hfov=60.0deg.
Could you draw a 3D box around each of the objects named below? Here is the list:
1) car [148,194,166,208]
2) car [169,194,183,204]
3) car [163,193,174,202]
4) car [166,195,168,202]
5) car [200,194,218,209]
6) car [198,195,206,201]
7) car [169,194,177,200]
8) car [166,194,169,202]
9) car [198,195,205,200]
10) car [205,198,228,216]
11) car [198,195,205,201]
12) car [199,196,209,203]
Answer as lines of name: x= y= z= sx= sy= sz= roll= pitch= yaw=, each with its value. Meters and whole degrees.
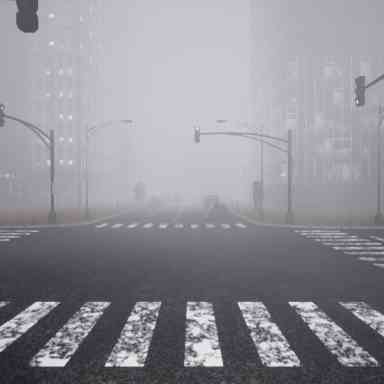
car: x=-5.337 y=1.419 z=48.650 sx=1.967 sy=1.590 sz=4.097 roll=-1 pitch=0 yaw=0
car: x=-2.763 y=1.320 z=64.366 sx=2.097 sy=1.767 sz=4.553 roll=0 pitch=0 yaw=0
car: x=-5.345 y=1.273 z=76.272 sx=2.192 sy=1.841 sz=5.009 roll=-1 pitch=0 yaw=0
car: x=-5.337 y=1.557 z=54.174 sx=1.802 sy=1.307 sz=4.206 roll=-1 pitch=0 yaw=0
car: x=2.530 y=1.297 z=43.152 sx=2.192 sy=1.841 sz=5.009 roll=-1 pitch=0 yaw=0
car: x=2.538 y=1.535 z=81.824 sx=1.802 sy=1.307 sz=4.206 roll=-1 pitch=0 yaw=0
car: x=-5.347 y=1.383 z=92.846 sx=1.967 sy=1.590 sz=4.097 roll=-1 pitch=0 yaw=0
car: x=-5.342 y=1.403 z=70.748 sx=1.967 sy=1.590 sz=4.097 roll=-1 pitch=0 yaw=0
car: x=2.535 y=1.488 z=92.873 sx=1.887 sy=1.381 sz=4.507 roll=-1 pitch=0 yaw=0
car: x=2.515 y=1.569 z=32.103 sx=1.802 sy=1.307 sz=4.206 roll=-1 pitch=0 yaw=0
car: x=2.536 y=1.473 z=87.518 sx=1.752 sy=1.417 sz=4.829 roll=-1 pitch=0 yaw=0
car: x=2.540 y=1.507 z=70.774 sx=1.887 sy=1.381 sz=4.507 roll=-1 pitch=0 yaw=0
